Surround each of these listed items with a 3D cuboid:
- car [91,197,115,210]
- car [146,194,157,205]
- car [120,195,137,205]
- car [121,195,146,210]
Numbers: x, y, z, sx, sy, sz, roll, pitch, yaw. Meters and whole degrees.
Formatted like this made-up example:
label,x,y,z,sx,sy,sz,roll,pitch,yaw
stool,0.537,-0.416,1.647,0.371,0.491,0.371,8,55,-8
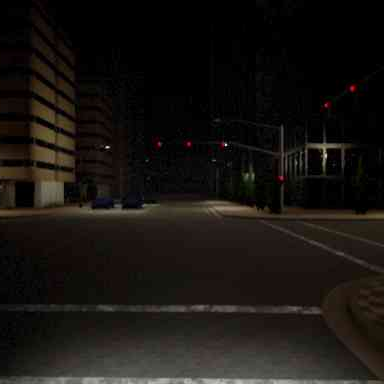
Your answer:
label,x,y,z,sx,sy,sz,roll,pitch,yaw
car,-10.689,1.355,40.245,1.882,1.535,5.008,0,1,0
car,-7.209,1.179,56.349,2.097,1.767,4.553,0,0,0
car,-10.708,1.335,56.197,1.837,1.490,4.892,0,0,0
car,-7.190,1.355,40.234,1.882,1.535,5.008,0,1,0
